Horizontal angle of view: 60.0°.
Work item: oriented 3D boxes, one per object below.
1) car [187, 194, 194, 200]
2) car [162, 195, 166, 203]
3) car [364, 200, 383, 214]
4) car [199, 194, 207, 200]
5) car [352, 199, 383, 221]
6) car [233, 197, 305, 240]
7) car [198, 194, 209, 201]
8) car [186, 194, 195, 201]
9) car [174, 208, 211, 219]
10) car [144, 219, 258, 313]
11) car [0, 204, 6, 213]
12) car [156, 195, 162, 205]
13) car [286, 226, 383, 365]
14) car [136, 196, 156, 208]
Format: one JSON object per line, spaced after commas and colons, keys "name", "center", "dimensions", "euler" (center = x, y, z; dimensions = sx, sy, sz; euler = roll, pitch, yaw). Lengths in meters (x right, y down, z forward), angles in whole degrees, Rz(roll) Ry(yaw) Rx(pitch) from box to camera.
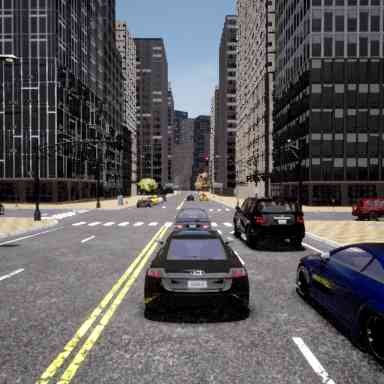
{"name": "car", "center": [-0.395, 1.387, 89.445], "dimensions": [1.882, 1.535, 5.008], "euler": [0, 0, 0]}
{"name": "car", "center": [-6.824, 1.469, 66.530], "dimensions": [1.812, 1.442, 4.674], "euler": [0, 0, 0]}
{"name": "car", "center": [21.650, 1.643, 36.204], "dimensions": [4.829, 1.417, 1.752], "euler": [1, 0, 1]}
{"name": "car", "center": [2.857, 1.243, 89.041], "dimensions": [1.837, 1.490, 4.892], "euler": [0, 0, 0]}
{"name": "car", "center": [16.078, 1.520, 27.892], "dimensions": [5.009, 1.841, 2.192], "euler": [1, 0, 1]}
{"name": "car", "center": [3.308, 1.213, 15.207], "dimensions": [2.150, 2.045, 5.566], "euler": [0, 0, -2]}
{"name": "car", "center": [2.903, 1.396, 78.624], "dimensions": [1.882, 1.535, 5.008], "euler": [0, 0, 0]}
{"name": "car", "center": [-0.351, 1.426, 79.386], "dimensions": [1.837, 1.490, 4.892], "euler": [0, 0, 0]}
{"name": "car", "center": [0.025, 1.538, 16.978], "dimensions": [2.033, 1.411, 5.357], "euler": [0, 0, 0]}
{"name": "car", "center": [0.068, 1.560, 7.756], "dimensions": [1.994, 1.385, 4.181], "euler": [0, 0, -1]}
{"name": "car", "center": [-19.939, 1.345, 30.916], "dimensions": [4.892, 1.490, 1.837], "euler": [1, 1, 1]}
{"name": "car", "center": [-6.835, 1.433, 57.082], "dimensions": [1.882, 1.535, 5.008], "euler": [0, 0, 0]}
{"name": "car", "center": [3.334, 1.561, 5.786], "dimensions": [1.994, 1.385, 4.181], "euler": [0, 0, -1]}
{"name": "car", "center": [-6.803, 1.530, 48.153], "dimensions": [1.994, 1.385, 4.181], "euler": [0, 0, 0]}
